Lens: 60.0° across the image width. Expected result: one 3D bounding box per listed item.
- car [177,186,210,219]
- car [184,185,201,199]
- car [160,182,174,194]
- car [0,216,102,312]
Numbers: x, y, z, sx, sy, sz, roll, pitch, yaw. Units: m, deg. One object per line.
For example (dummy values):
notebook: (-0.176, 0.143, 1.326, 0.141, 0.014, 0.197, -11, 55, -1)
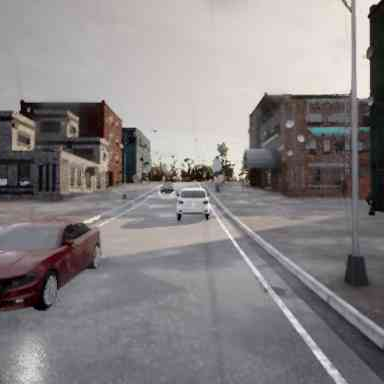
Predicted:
car: (0.086, 0.703, 23.579, 2.150, 2.045, 5.566, 0, 3, 0)
car: (0.075, -0.099, 42.351, 2.033, 1.411, 5.357, 0, 4, 0)
car: (-3.608, -0.630, 49.227, 1.837, 1.490, 4.892, 0, 4, 0)
car: (-3.604, 1.417, 7.917, 1.882, 1.535, 5.008, 0, 1, 0)
